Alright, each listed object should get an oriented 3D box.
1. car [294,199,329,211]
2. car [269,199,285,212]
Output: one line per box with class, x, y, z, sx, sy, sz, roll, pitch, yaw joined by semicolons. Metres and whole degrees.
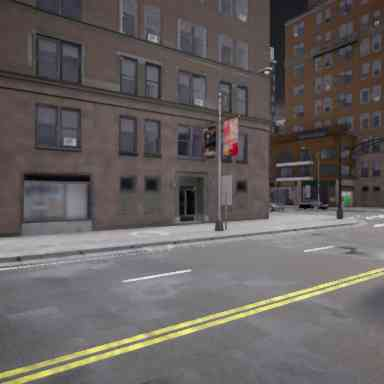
car;14.786;1.576;41.285;1.947;1.339;4.313;0;0;-35
car;8.229;1.419;36.659;1.967;1.590;4.097;0;0;-35
